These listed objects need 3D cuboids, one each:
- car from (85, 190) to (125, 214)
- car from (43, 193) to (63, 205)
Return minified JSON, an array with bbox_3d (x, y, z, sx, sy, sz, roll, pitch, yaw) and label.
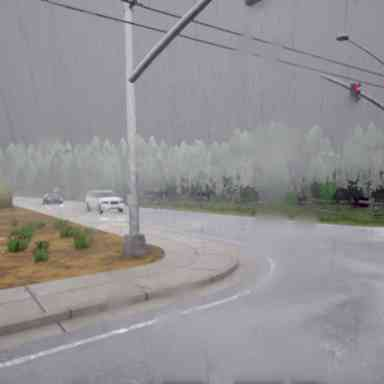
[{"bbox_3d":[-7.988,0.849,30.201,2.150,2.045,5.566,-2,1,-34],"label":"car"},{"bbox_3d":[-20.471,0.947,48.929,2.097,1.767,4.553,-2,1,-34],"label":"car"}]
